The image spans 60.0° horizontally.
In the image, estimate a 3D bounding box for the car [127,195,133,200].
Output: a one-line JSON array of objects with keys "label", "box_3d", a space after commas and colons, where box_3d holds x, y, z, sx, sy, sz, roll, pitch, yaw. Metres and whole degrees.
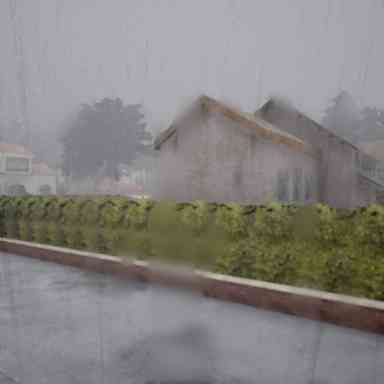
[{"label": "car", "box_3d": [-8.855, 1.293, 40.185, 2.097, 1.767, 4.553, 0, 0, 36]}]
